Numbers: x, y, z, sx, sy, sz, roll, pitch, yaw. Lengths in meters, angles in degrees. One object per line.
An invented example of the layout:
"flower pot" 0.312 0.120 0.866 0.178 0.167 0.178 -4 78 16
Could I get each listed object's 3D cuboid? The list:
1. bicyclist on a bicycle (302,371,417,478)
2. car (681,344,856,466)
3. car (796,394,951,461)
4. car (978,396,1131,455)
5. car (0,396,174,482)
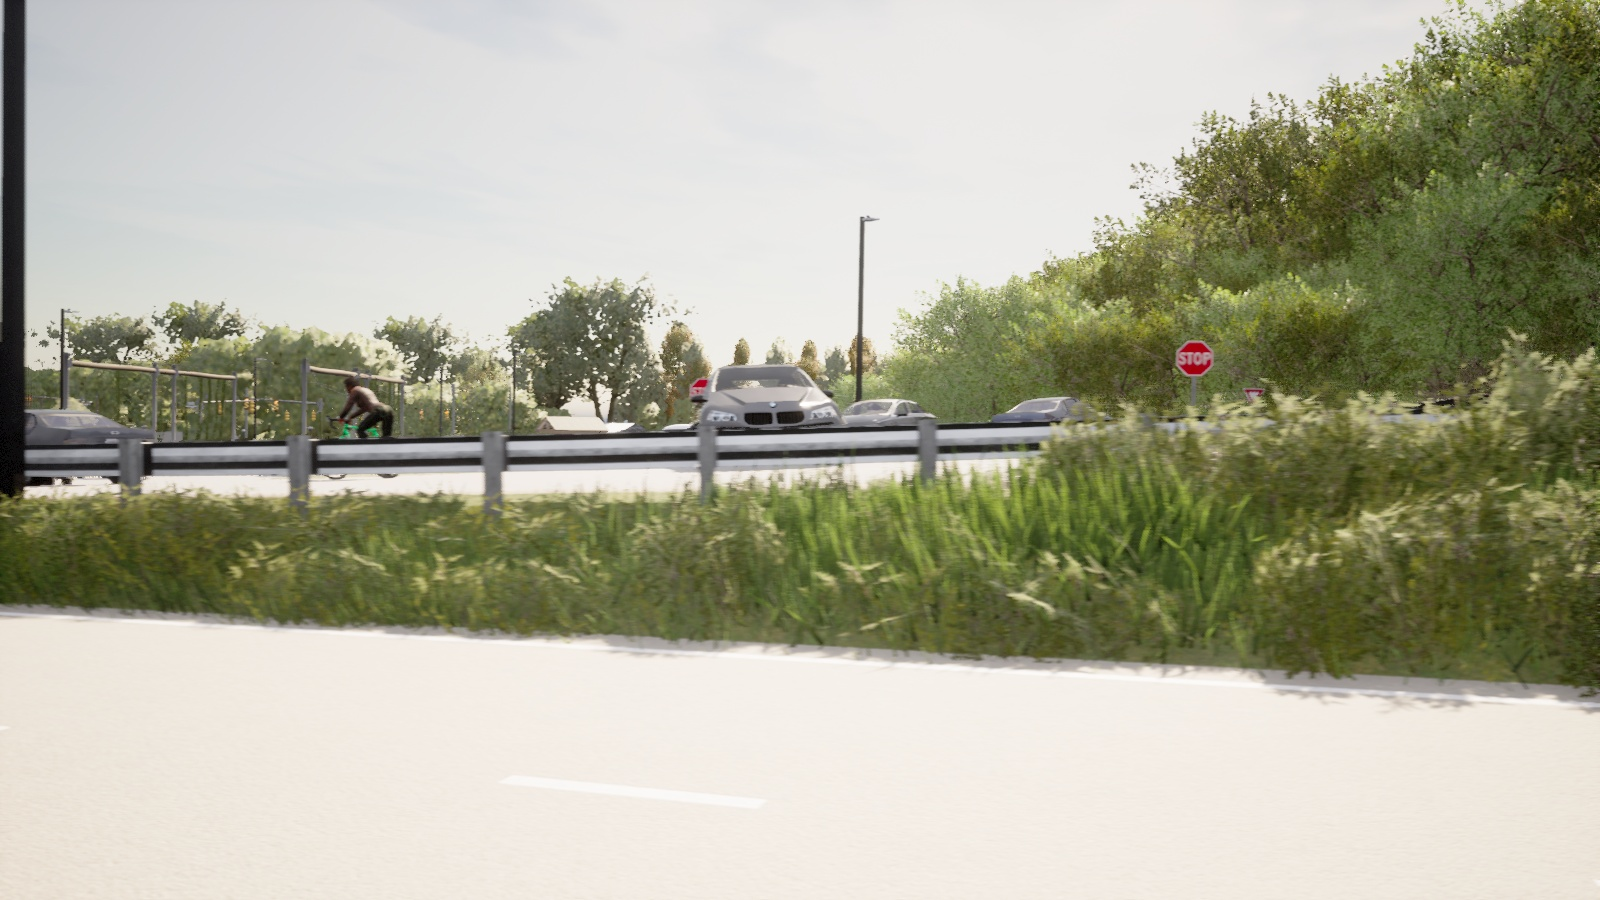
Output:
"bicyclist on a bicycle" -6.955 -0.384 19.841 1.656 1.620 0.582 -1 0 17
"car" -0.654 -0.642 20.079 2.242 1.667 4.611 -2 0 -8
"car" 1.985 -0.569 32.089 2.128 1.511 4.902 -2 0 27
"car" 7.022 -0.666 34.132 2.033 1.411 5.357 -2 0 36
"car" -14.105 -0.137 23.217 5.357 1.411 2.033 -1 -1 32
